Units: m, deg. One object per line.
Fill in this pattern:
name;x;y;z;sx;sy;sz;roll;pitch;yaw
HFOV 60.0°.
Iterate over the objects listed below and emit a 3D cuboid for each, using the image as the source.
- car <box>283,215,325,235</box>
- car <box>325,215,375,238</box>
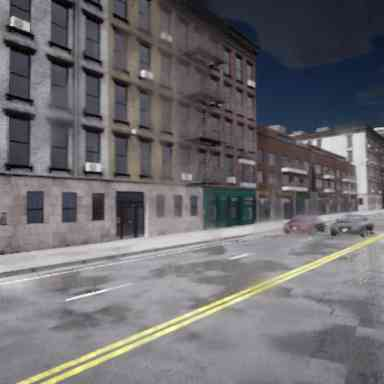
car;8.309;2.351;24.385;1.994;1.385;4.181;-3;-3;40
car;10.807;2.219;22.309;1.994;1.385;4.181;-3;-3;40
